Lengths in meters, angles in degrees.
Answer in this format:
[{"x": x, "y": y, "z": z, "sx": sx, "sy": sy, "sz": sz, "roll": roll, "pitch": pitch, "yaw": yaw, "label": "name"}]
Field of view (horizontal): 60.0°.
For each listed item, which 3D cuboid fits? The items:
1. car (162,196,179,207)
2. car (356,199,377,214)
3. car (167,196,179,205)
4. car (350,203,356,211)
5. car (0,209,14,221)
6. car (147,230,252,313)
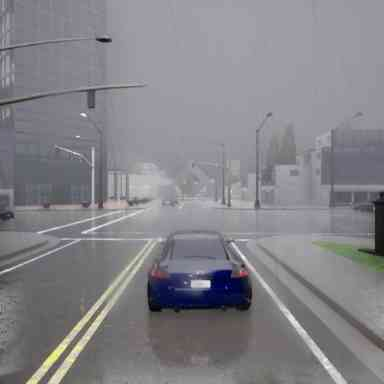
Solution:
[{"x": -3.565, "y": 1.487, "z": 51.251, "sx": 2.128, "sy": 1.511, "sz": 4.902, "roll": 0, "pitch": 0, "yaw": 0, "label": "car"}, {"x": 19.725, "y": 1.553, "z": 33.670, "sx": 4.718, "sy": 1.301, "sz": 1.895, "roll": 0, "pitch": 0, "yaw": 0, "label": "car"}, {"x": -3.515, "y": 1.499, "z": 61.651, "sx": 1.837, "sy": 1.490, "sz": 4.892, "roll": 0, "pitch": 0, "yaw": 1, "label": "car"}, {"x": 20.210, "y": 1.476, "z": 37.163, "sx": 4.674, "sy": 1.442, "sz": 1.812, "roll": 0, "pitch": 0, "yaw": 0, "label": "car"}, {"x": -16.385, "y": 1.669, "z": 26.190, "sx": 4.181, "sy": 1.385, "sz": 1.994, "roll": -1, "pitch": 0, "yaw": 0, "label": "car"}, {"x": 0.091, "y": 1.563, "z": 7.774, "sx": 1.994, "sy": 1.385, "sz": 4.181, "roll": 0, "pitch": 0, "yaw": -2, "label": "car"}]
